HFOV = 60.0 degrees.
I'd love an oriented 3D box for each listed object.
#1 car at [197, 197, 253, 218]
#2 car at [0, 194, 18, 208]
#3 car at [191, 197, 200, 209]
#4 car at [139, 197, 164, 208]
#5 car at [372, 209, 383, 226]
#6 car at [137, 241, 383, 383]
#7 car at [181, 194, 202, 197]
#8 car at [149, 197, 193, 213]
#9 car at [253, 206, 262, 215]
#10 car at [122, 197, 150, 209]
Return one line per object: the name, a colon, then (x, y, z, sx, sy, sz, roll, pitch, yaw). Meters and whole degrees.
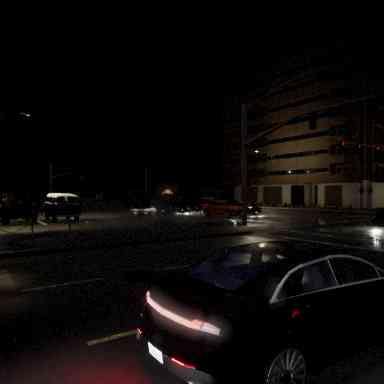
car: (2.966, 1.533, 30.973, 1.882, 1.535, 5.008, 0, 0, -34)
car: (-31.378, 1.209, 56.581, 1.932, 1.855, 4.605, 0, 0, -34)
car: (-0.636, 1.656, 42.472, 1.895, 1.301, 4.718, 0, 0, -34)
car: (-6.199, 1.560, 50.652, 1.837, 1.490, 4.892, 0, 0, -34)
car: (13.814, 1.591, 22.085, 4.181, 1.385, 1.994, 0, 0, -35)
car: (1.620, 1.492, 4.895, 4.902, 1.511, 2.128, 0, 0, -34)
car: (-0.306, 1.277, 54.762, 2.150, 2.045, 5.566, 0, 0, -34)
car: (-2.565, 1.603, 39.085, 2.033, 1.411, 5.357, 0, 0, -34)
car: (4.763, 1.603, 34.550, 2.033, 1.411, 5.357, 0, 0, -34)
car: (-8.413, 1.533, 47.679, 1.882, 1.535, 5.008, 0, 0, -34)
